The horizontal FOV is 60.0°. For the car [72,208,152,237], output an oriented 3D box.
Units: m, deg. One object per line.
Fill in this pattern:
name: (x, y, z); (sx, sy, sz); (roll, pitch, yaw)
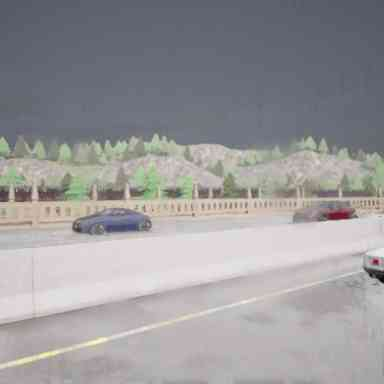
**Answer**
car: (-4.262, 1.560, 18.069); (4.181, 1.385, 1.994); (0, 0, -35)

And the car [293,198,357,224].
car: (9.021, 1.337, 22.585); (4.553, 1.767, 2.097); (0, 0, -30)

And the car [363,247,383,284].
car: (6.315, 1.594, 8.224); (4.718, 1.301, 1.895); (0, 0, -35)
